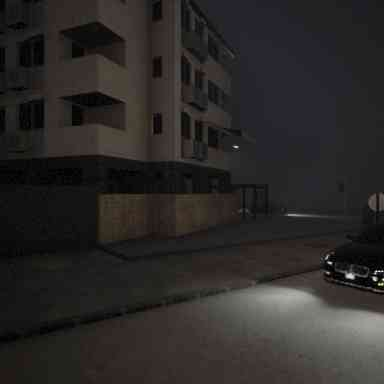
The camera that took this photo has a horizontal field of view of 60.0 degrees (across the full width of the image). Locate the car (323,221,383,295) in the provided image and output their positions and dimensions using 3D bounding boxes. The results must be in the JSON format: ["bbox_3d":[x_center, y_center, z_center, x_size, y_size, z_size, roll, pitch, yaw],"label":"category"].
[{"bbox_3d":[5.277,1.505,8.308,4.892,1.490,1.837,0,0,-35],"label":"car"}]

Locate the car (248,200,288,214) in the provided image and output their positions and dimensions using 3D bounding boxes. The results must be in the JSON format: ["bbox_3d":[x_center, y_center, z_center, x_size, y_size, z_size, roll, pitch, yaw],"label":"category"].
[{"bbox_3d":[7.873,1.564,34.763,1.994,1.385,4.181,0,0,-35],"label":"car"}]
